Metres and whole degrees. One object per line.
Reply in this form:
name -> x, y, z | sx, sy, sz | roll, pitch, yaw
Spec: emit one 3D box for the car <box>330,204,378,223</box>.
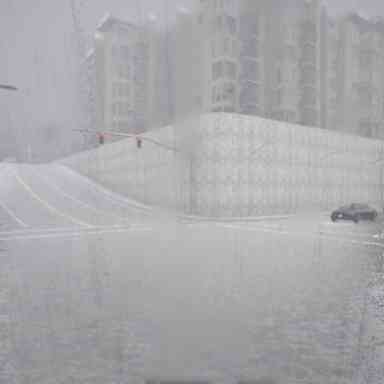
car -> 12.647, 1.602, 25.895 | 4.181, 1.385, 1.994 | 0, 0, -36
